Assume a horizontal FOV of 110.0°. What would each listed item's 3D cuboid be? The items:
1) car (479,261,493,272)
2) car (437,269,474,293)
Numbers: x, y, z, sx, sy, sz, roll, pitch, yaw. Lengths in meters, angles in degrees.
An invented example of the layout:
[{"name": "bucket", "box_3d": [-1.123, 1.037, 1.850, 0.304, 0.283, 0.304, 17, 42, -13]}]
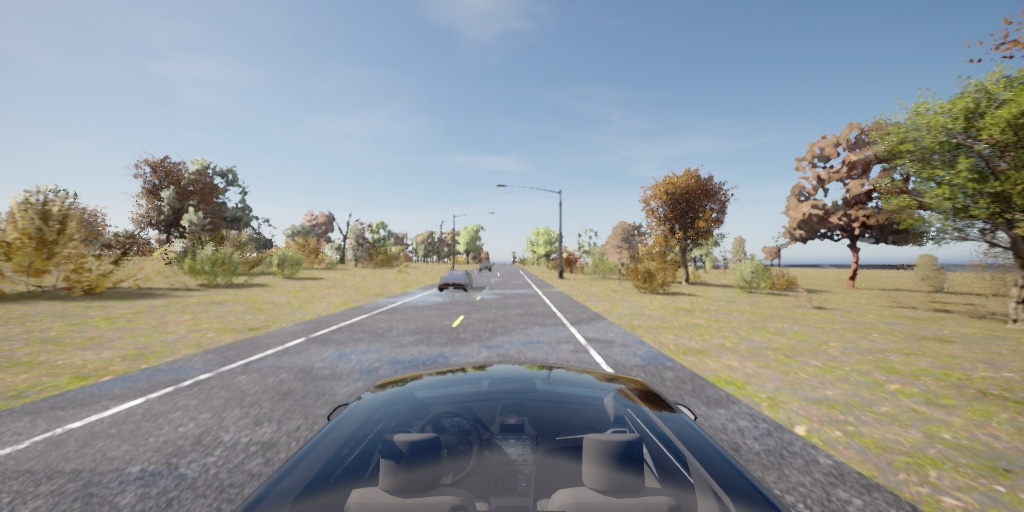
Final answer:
[{"name": "car", "box_3d": [-4.685, 1.849, 63.930, 2.150, 2.045, 5.566, 0, -1, -6]}, {"name": "car", "box_3d": [-3.624, 1.602, 23.970, 2.033, 1.411, 5.357, 0, -1, 0]}]
